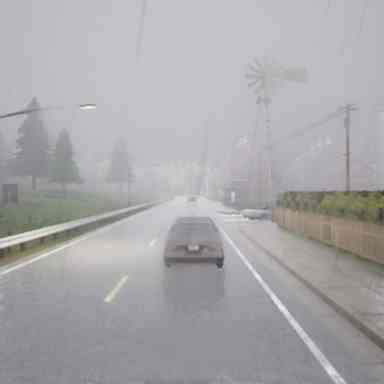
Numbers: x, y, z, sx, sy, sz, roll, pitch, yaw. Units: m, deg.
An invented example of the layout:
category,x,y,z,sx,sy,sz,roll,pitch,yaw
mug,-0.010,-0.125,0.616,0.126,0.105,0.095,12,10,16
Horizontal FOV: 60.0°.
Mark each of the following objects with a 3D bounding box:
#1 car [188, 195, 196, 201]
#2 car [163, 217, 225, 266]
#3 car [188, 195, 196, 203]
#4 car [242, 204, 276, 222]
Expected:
category,x,y,z,sx,sy,sz,roll,pitch,yaw
car,0.006,1.425,82.330,1.837,1.490,4.892,0,0,0
car,0.067,1.556,11.476,2.033,1.411,5.357,0,0,0
car,0.006,1.575,71.953,2.128,1.511,4.902,0,0,0
car,6.415,1.619,26.015,4.718,1.301,1.895,0,0,-16
